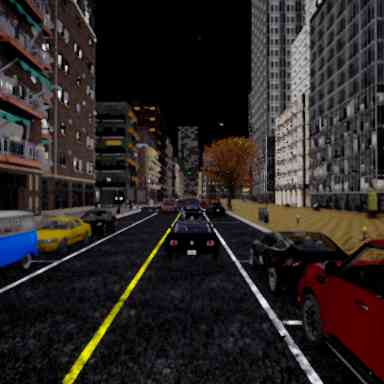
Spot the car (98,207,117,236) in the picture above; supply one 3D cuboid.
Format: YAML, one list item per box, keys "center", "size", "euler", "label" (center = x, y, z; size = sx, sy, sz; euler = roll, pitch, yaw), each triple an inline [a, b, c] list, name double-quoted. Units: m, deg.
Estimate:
- center: [-5.686, 1.777, 19.896]
  size: [1.947, 1.339, 4.313]
  euler: [0, -1, 0]
  label: "car"

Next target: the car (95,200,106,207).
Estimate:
- center: [-16.419, 1.942, 54.970]
  size: [4.403, 1.369, 2.008]
  euler: [1, -2, -1]
  label: "car"

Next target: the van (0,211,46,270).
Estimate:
- center: [-5.686, 1.434, 8.852]
  size: [1.690, 1.788, 3.998]
  euler: [0, -1, 0]
  label: "van"

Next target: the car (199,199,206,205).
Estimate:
- center: [2.701, 2.490, 85.606]
  size: [1.752, 1.417, 4.829]
  euler: [0, -1, 0]
  label: "car"

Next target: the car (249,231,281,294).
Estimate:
- center: [2.694, 1.659, 8.849]
  size: [1.947, 1.339, 4.313]
  euler: [0, -1, 0]
  label: "car"

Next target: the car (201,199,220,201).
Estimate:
- center: [2.698, 1.771, 41.987]
  size: [2.192, 1.841, 5.009]
  euler: [0, -1, 0]
  label: "car"

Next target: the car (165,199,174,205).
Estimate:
- center: [-5.679, 2.514, 85.437]
  size: [2.008, 1.369, 4.403]
  euler: [0, -1, 0]
  label: "car"

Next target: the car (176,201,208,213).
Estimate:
- center: [0.027, 1.799, 28.509]
  size: [2.128, 1.511, 4.902]
  euler: [0, 0, 1]
  label: "car"

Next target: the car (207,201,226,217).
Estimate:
- center: [2.697, 1.960, 36.462]
  size: [1.947, 1.339, 4.313]
  euler: [0, -1, 0]
  label: "car"

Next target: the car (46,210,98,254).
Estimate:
- center: [-5.686, 1.675, 14.203]
  size: [1.752, 1.417, 4.829]
  euler: [0, -1, 0]
  label: "car"

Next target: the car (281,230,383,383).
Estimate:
- center: [2.694, 1.351, 3.330]
  size: [2.192, 1.841, 5.009]
  euler: [0, -1, 0]
  label: "car"

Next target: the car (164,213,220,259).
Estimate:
- center: [0.021, 1.741, 13.252]
  size: [1.895, 1.301, 4.718]
  euler: [0, -1, 0]
  label: "car"

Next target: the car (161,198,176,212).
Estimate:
- center: [-3.014, 1.848, 45.640]
  size: [2.097, 1.767, 4.553]
  euler: [0, -1, 0]
  label: "car"

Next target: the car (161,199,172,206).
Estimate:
- center: [-5.680, 2.380, 74.371]
  size: [2.008, 1.369, 4.403]
  euler: [0, -1, 0]
  label: "car"
